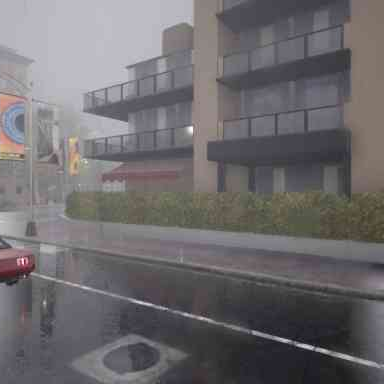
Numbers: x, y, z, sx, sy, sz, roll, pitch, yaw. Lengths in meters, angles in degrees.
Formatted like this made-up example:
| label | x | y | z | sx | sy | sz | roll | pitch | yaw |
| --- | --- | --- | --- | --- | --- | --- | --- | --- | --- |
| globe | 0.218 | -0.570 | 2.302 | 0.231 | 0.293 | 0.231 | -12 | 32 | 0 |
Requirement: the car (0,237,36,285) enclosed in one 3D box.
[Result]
| label | x | y | z | sx | sy | sz | roll | pitch | yaw |
| --- | --- | --- | --- | --- | --- | --- | --- | --- | --- |
| car | -5.991 | 1.601 | 8.255 | 4.718 | 1.301 | 1.895 | 0 | 0 | 35 |
